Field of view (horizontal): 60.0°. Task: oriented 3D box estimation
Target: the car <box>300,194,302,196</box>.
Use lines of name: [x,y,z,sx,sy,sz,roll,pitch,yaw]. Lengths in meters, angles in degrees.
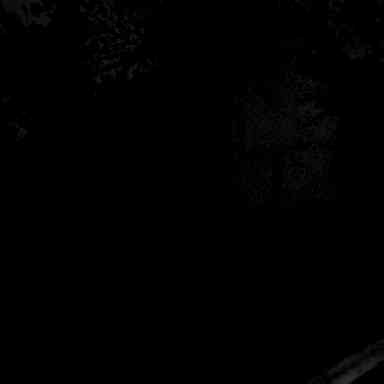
car: [28.210,0.889,89.579,2.097,1.535,5.008,5,1,16]
